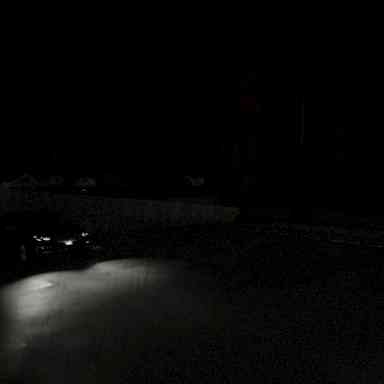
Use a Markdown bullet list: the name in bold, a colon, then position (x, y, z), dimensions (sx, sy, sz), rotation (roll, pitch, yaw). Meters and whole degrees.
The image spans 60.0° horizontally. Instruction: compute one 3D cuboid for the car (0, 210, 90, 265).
- **car**: position (-5.278, 1.359, 11.126), dimensions (4.892, 1.490, 1.837), rotation (-5, -3, 43)
